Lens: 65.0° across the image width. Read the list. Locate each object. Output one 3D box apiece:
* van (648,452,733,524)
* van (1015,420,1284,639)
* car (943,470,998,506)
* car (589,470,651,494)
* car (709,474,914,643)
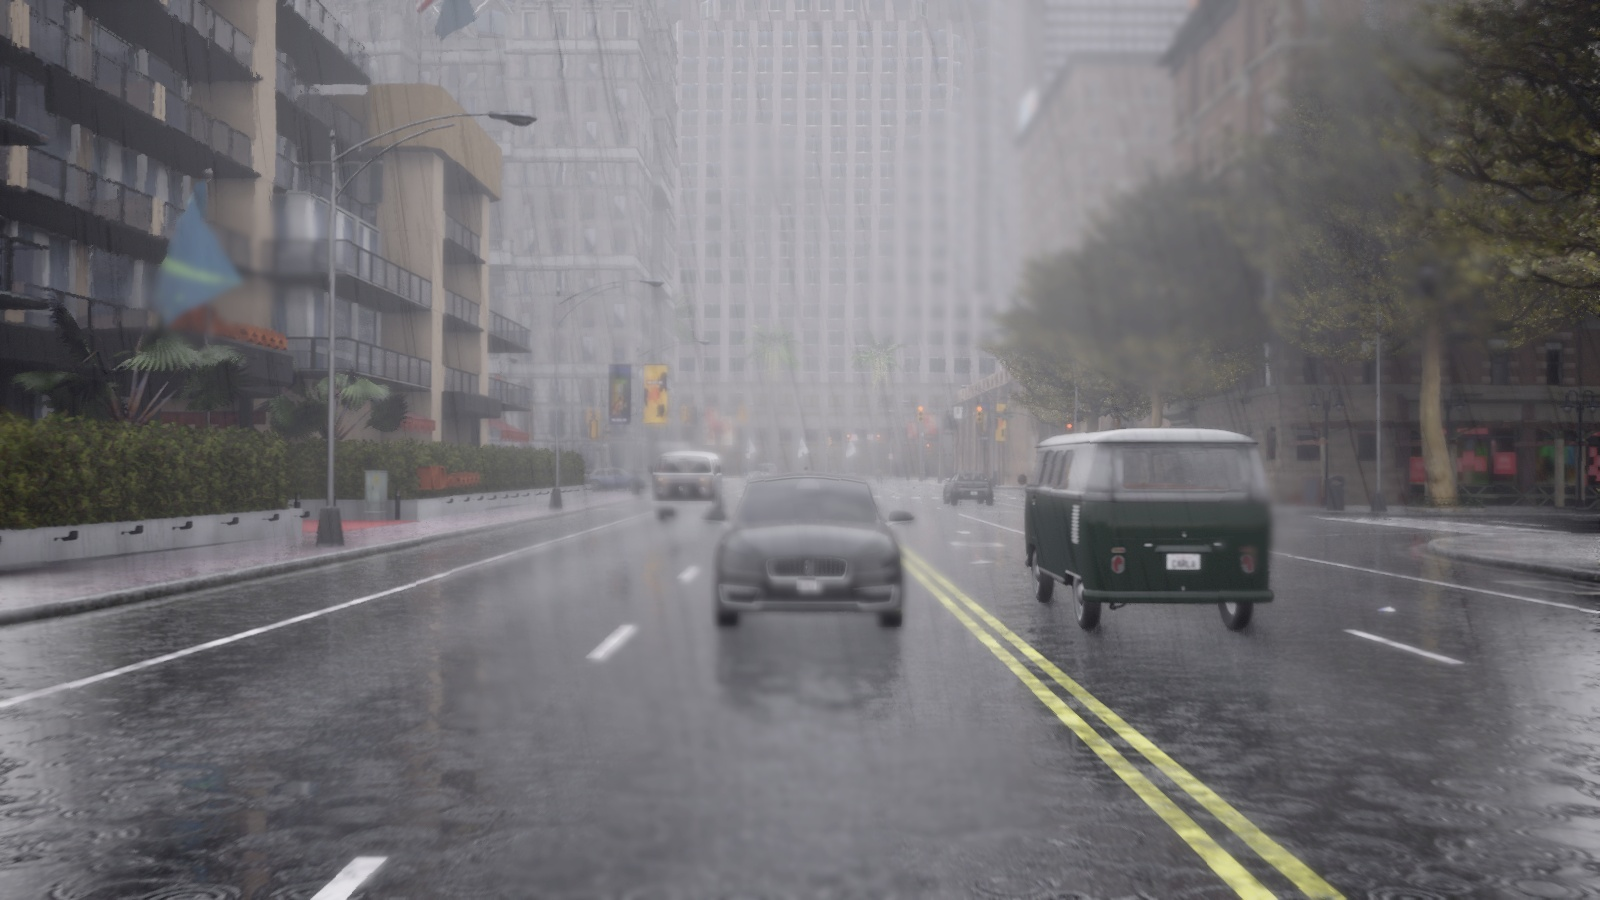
[{"bbox_3d":[-3.208,1.120,37.618,2.069,2.038,4.480,0,-1,1],"label":"van"},{"bbox_3d":[3.565,0.757,13.664,1.775,1.987,4.442,0,-1,1],"label":"van"},{"bbox_3d":[7.370,1.620,54.572,1.816,1.474,4.193,0,-1,0],"label":"car"},{"bbox_3d":[-11.383,2.026,79.610,3.806,1.475,1.970,0,-1,-8],"label":"car"},{"bbox_3d":[0.118,1.024,13.734,1.837,1.490,4.892,0,-1,0],"label":"car"}]
